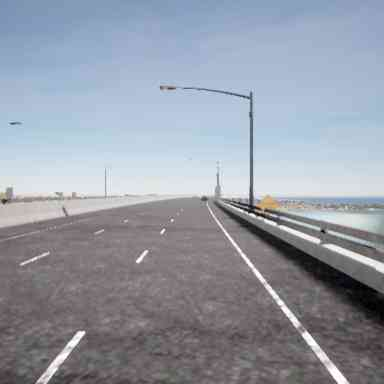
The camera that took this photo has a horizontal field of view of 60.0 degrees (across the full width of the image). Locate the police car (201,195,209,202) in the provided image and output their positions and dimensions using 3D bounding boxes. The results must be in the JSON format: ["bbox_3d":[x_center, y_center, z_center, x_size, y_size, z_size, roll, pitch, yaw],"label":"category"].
[{"bbox_3d":[3.099,1.576,79.934,1.930,1.638,5.238,0,0,3],"label":"police car"}]

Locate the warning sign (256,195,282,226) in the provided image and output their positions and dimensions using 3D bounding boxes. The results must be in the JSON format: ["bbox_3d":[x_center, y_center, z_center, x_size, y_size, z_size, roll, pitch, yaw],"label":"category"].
[{"bbox_3d":[4.659,1.101,20.290,1.300,1.860,1.060,-1,-1,1],"label":"warning sign"}]
